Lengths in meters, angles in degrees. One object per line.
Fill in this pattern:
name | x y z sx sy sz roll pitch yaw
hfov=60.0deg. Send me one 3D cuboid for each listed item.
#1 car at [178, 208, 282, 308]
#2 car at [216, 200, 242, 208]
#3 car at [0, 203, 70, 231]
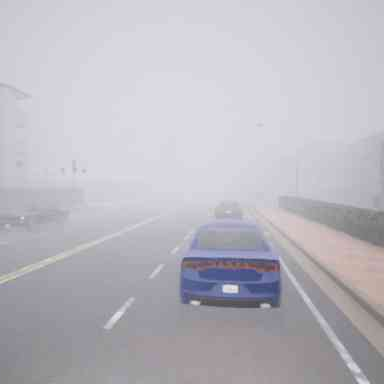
car | 0.862 1.382 7.846 1.882 1.535 5.008 0 1 6
car | 2.674 1.274 24.284 1.994 1.385 4.181 0 1 6
car | -8.697 1.309 18.362 1.895 1.301 4.718 0 1 7
